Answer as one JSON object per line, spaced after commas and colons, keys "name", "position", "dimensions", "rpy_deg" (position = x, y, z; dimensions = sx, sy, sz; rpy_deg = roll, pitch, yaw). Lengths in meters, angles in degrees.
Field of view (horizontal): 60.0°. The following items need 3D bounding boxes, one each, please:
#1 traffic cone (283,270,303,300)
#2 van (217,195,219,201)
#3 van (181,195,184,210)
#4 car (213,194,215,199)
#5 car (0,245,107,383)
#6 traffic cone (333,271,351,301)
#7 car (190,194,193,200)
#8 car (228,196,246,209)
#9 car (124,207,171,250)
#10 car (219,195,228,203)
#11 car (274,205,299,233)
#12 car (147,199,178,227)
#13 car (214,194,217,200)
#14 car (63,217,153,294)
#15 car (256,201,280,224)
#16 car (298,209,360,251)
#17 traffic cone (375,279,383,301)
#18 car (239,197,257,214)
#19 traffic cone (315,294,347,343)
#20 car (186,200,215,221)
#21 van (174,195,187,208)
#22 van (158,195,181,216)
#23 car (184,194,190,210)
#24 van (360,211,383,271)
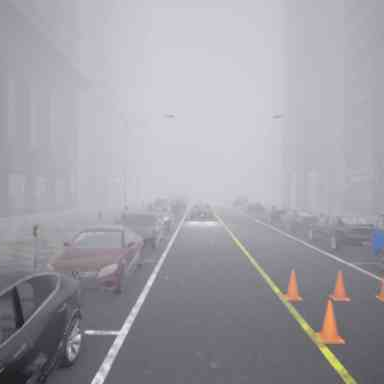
{"name": "traffic cone", "position": [2.172, 1.979, 7.170], "dimensions": [0.340, 0.580, 0.340], "rpy_deg": [1, 0, 1]}
{"name": "van", "position": [7.360, 1.485, 76.178], "dimensions": [1.690, 1.788, 3.998], "rpy_deg": [0, 0, 1]}
{"name": "van", "position": [-1.912, 1.335, 31.221], "dimensions": [1.690, 1.788, 3.998], "rpy_deg": [0, 0, 1]}
{"name": "car", "position": [7.642, 1.700, 93.255], "dimensions": [1.752, 1.417, 4.829], "rpy_deg": [0, 0, 1]}
{"name": "car", "position": [-2.381, 1.541, 3.041], "dimensions": [1.947, 1.339, 4.313], "rpy_deg": [1, 0, 1]}
{"name": "traffic cone", "position": [3.172, 1.989, 7.153], "dimensions": [0.340, 0.580, 0.340], "rpy_deg": [1, 0, 1]}
{"name": "car", "position": [-1.352, 1.580, 65.035], "dimensions": [1.887, 1.381, 4.507], "rpy_deg": [0, 0, 1]}
{"name": "car", "position": [6.893, 1.415, 48.001], "dimensions": [2.192, 1.841, 5.009], "rpy_deg": [0, 0, 1]}
{"name": "car", "position": [-2.194, 1.546, 14.313], "dimensions": [1.947, 1.339, 4.313], "rpy_deg": [0, 0, 1]}
{"name": "car", "position": [7.268, 1.659, 70.713], "dimensions": [1.752, 1.417, 4.829], "rpy_deg": [0, 0, 1]}
{"name": "car", "position": [6.423, 1.654, 19.824], "dimensions": [1.802, 1.307, 4.206], "rpy_deg": [0, 0, 1]}
{"name": "car", "position": [-2.100, 1.424, 19.950], "dimensions": [1.967, 1.590, 4.097], "rpy_deg": [0, 0, 1]}
{"name": "car", "position": [7.546, 1.604, 87.449], "dimensions": [1.967, 1.590, 4.097], "rpy_deg": [0, 0, 1]}
{"name": "car", "position": [-2.288, 1.559, 8.678], "dimensions": [1.802, 1.307, 4.206], "rpy_deg": [0, 0, 1]}
{"name": "car", "position": [6.517, 1.628, 25.459], "dimensions": [2.008, 1.369, 4.403], "rpy_deg": [0, 0, 1]}
{"name": "car", "position": [6.330, 1.620, 14.188], "dimensions": [2.008, 1.369, 4.403], "rpy_deg": [0, 0, 1]}
{"name": "traffic cone", "position": [4.172, 2.000, 7.136], "dimensions": [0.340, 0.580, 0.340], "rpy_deg": [1, 0, 1]}
{"name": "car", "position": [6.704, 1.632, 36.730], "dimensions": [1.887, 1.381, 4.507], "rpy_deg": [0, 0, 1]}
{"name": "traffic cone", "position": [2.139, 1.978, 5.170], "dimensions": [0.340, 0.580, 0.340], "rpy_deg": [1, 0, 1]}
{"name": "car", "position": [0.784, 1.582, 27.176], "dimensions": [1.994, 1.385, 4.181], "rpy_deg": [1, 0, 1]}
{"name": "van", "position": [-1.631, 1.352, 48.127], "dimensions": [1.690, 1.788, 3.998], "rpy_deg": [0, 0, 1]}
{"name": "van", "position": [-2.005, 1.329, 25.585], "dimensions": [1.690, 1.788, 3.998], "rpy_deg": [0, 0, 1]}
{"name": "car", "position": [-1.724, 1.320, 42.492], "dimensions": [2.192, 1.841, 5.009], "rpy_deg": [0, 0, 1]}
{"name": "van", "position": [6.238, 1.407, 8.552], "dimensions": [1.690, 1.788, 3.998], "rpy_deg": [0, 0, 1]}
